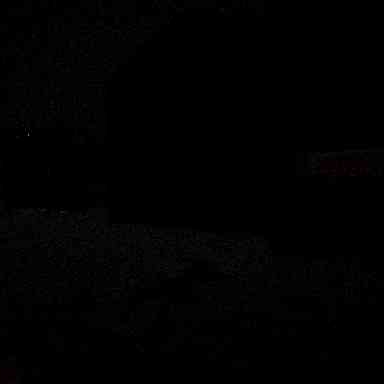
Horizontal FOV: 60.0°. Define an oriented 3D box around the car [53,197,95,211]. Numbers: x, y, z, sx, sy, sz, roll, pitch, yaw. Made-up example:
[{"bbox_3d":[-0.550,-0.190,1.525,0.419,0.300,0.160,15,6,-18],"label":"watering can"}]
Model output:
[{"bbox_3d":[-13.819,1.340,39.094,1.882,1.535,5.008,0,0,36],"label":"car"}]
